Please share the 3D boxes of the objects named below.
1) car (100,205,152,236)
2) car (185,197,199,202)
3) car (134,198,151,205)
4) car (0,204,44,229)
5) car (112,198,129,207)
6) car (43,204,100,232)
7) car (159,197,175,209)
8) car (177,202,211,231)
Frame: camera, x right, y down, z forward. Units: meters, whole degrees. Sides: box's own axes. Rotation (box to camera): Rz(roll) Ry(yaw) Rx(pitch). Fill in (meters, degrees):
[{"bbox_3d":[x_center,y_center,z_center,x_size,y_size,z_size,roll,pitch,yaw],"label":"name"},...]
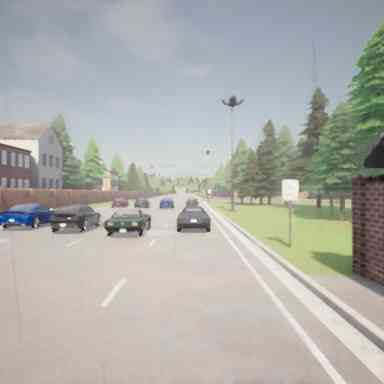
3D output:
[{"bbox_3d":[-3.399,1.610,18.600,1.895,1.301,4.718,0,0,0],"label":"car"},{"bbox_3d":[0.009,1.515,48.315,2.128,1.511,4.902,0,0,0],"label":"car"},{"bbox_3d":[-6.994,1.515,47.006,2.128,1.511,4.902,0,0,0],"label":"car"},{"bbox_3d":[-10.400,1.488,21.699,1.882,1.535,5.008,0,0,0],"label":"car"},{"bbox_3d":[-10.484,1.549,49.009,1.812,1.442,4.674,0,0,0],"label":"car"},{"bbox_3d":[-6.901,1.515,20.195,1.837,1.490,4.892,0,0,0],"label":"car"},{"bbox_3d":[-3.496,1.500,46.692,1.882,1.535,5.008,0,0,0],"label":"car"},{"bbox_3d":[0.100,1.574,20.636,1.994,1.385,4.181,0,0,0],"label":"car"}]
